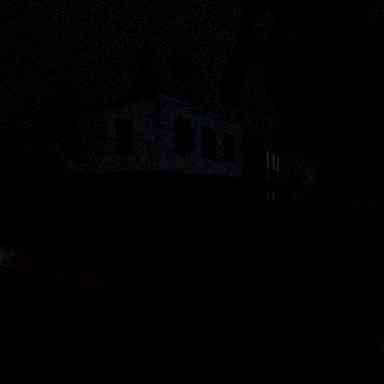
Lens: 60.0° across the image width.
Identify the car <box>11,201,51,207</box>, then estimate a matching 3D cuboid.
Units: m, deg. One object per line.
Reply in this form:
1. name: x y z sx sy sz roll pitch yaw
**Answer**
1. car: -14.724 1.528 29.203 2.033 1.411 5.357 0 0 29
